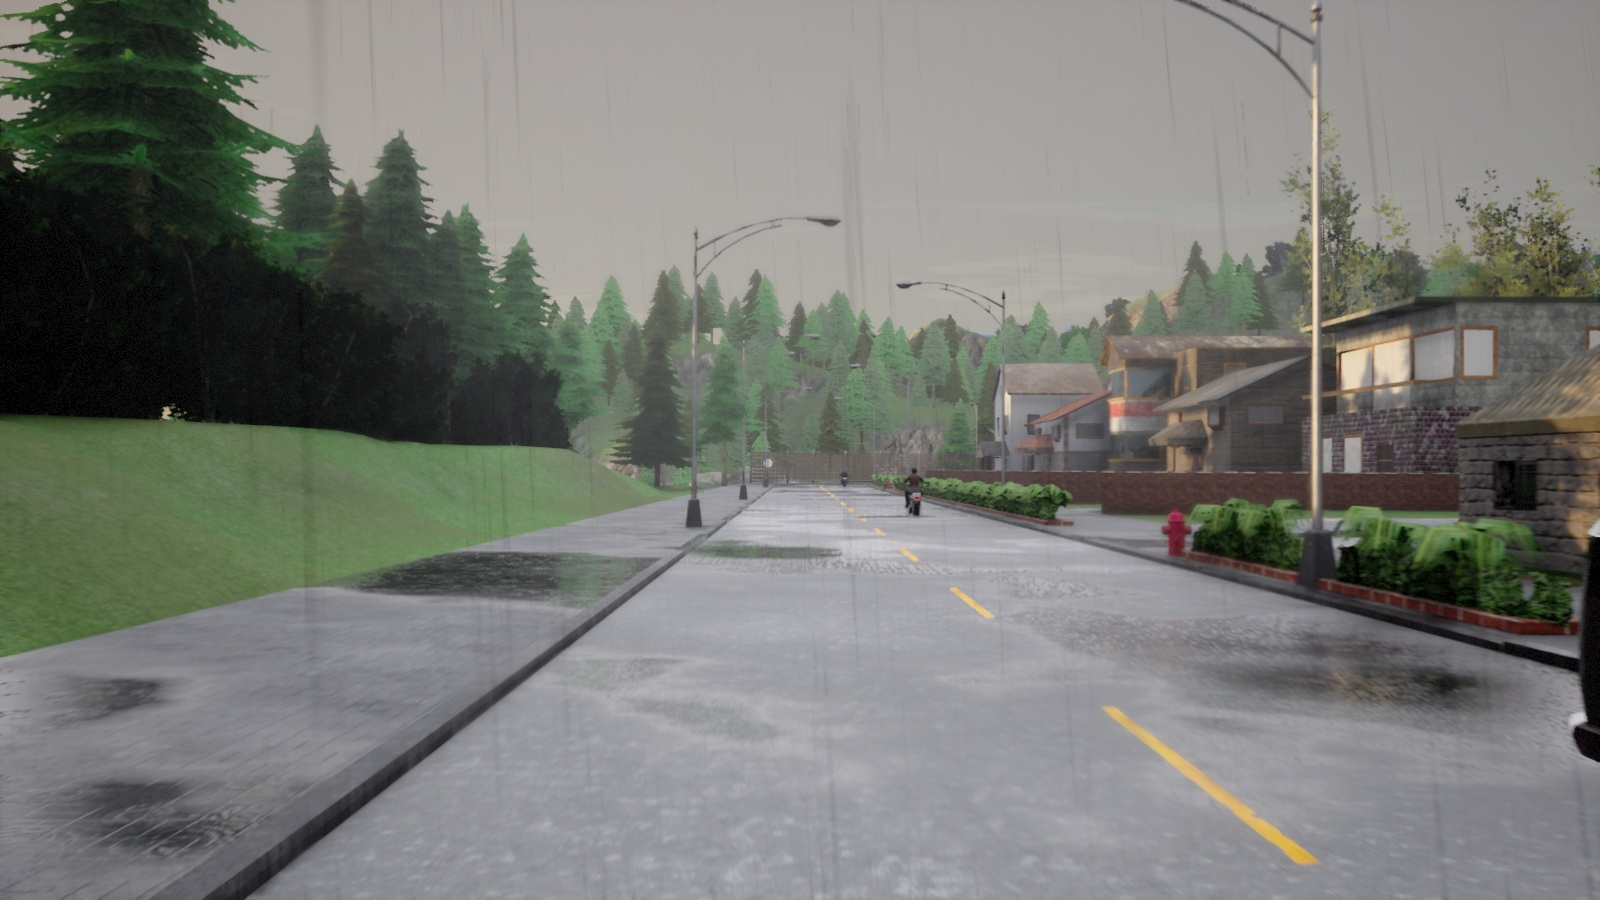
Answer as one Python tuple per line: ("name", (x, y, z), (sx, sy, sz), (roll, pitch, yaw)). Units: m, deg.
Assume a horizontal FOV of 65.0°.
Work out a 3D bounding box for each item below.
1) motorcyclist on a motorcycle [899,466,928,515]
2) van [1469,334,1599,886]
("motorcyclist on a motorcycle", (3.905, 1.388, 43.263), (0.766, 1.649, 2.350), (0, -1, 0))
("van", (3.991, 0.568, 3.277), (2.069, 2.038, 4.480), (0, -1, 0))
